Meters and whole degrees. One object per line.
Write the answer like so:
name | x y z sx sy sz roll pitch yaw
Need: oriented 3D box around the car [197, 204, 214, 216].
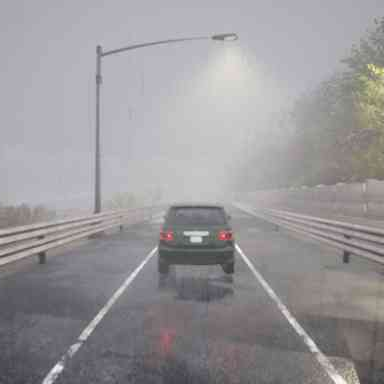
car | 1.713 2.123 40.250 1.895 1.301 4.718 0 -1 4

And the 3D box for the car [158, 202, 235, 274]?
car | 0.172 1.341 11.186 2.150 2.045 5.566 0 -1 1

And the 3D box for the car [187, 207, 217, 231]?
car | 0.755 1.859 23.815 1.994 1.385 4.181 0 -1 3
